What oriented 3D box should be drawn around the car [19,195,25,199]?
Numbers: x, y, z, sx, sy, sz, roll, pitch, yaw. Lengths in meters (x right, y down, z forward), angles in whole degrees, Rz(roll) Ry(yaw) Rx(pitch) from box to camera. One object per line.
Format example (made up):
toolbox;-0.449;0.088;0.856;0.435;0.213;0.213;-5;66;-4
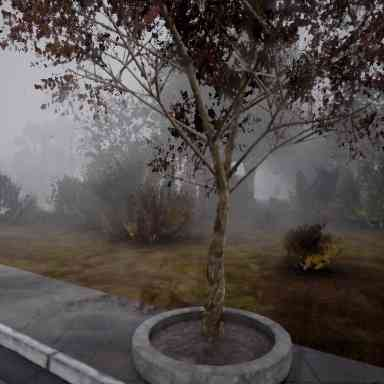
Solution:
car;-22.628;1.174;43.321;1.837;1.490;4.892;1;0;32
